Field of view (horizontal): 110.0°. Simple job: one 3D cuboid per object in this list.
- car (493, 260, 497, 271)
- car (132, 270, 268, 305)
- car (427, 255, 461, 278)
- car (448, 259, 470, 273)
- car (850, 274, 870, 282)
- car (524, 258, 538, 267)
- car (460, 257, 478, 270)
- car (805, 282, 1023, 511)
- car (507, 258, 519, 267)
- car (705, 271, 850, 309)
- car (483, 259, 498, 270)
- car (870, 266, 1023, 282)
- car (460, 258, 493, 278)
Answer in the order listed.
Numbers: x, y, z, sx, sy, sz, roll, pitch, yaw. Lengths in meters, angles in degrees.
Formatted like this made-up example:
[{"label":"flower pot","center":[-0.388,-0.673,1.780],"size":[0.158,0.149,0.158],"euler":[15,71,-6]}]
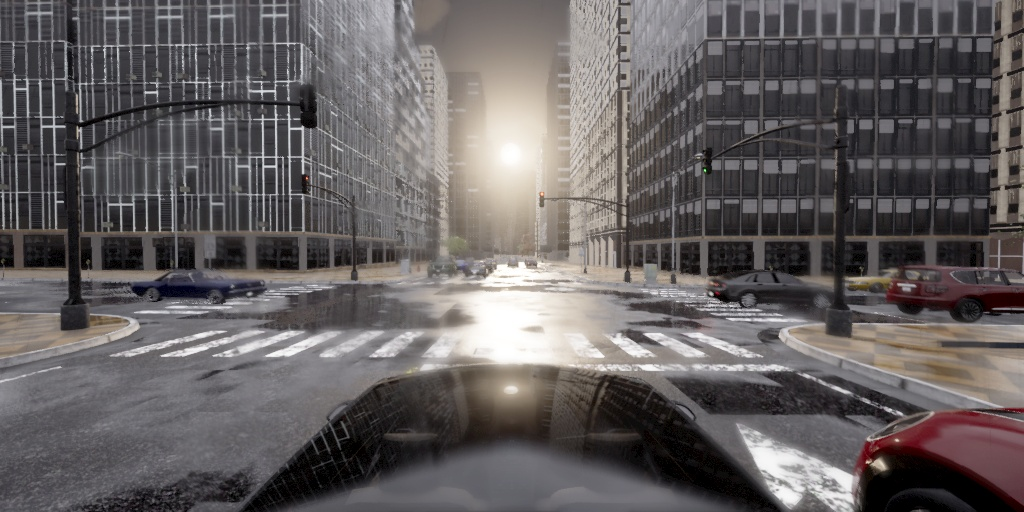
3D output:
[{"label":"car","center":[-3.213,1.325,43.228],"size":[1.895,1.301,4.718],"euler":[0,0,0]},{"label":"car","center":[-13.103,1.272,15.216],"size":[4.718,1.301,1.895],"euler":[1,1,7]},{"label":"car","center":[-6.483,0.954,34.190],"size":[2.150,2.045,5.566],"euler":[0,0,0]},{"label":"car","center":[-6.458,1.201,44.155],"size":[1.882,1.535,5.008],"euler":[0,0,0]},{"label":"car","center":[21.864,1.409,20.795],"size":[4.829,1.417,1.751],"euler":[0,0,1]},{"label":"car","center":[3.457,1.303,63.386],"size":[1.895,1.301,4.718],"euler":[0,0,0]},{"label":"car","center":[-6.417,1.065,53.823],"size":[2.097,1.767,4.553],"euler":[0,0,0]},{"label":"car","center":[3.253,1.102,0.415],"size":[2.097,1.767,4.553],"euler":[0,0,0]},{"label":"car","center":[0.206,1.266,63.368],"size":[1.994,1.385,4.181],"euler":[0,0,0]},{"label":"car","center":[10.890,1.383,15.213],"size":[4.892,1.490,1.837],"euler":[1,1,1]},{"label":"car","center":[-3.170,1.261,53.932],"size":[2.033,1.411,5.357],"euler":[0,0,0]},{"label":"car","center":[16.226,1.281,12.529],"size":[5.009,1.841,2.192],"euler":[0,0,1]},{"label":"car","center":[-3.242,1.224,33.947],"size":[2.128,1.511,4.902],"euler":[0,0,1]}]
